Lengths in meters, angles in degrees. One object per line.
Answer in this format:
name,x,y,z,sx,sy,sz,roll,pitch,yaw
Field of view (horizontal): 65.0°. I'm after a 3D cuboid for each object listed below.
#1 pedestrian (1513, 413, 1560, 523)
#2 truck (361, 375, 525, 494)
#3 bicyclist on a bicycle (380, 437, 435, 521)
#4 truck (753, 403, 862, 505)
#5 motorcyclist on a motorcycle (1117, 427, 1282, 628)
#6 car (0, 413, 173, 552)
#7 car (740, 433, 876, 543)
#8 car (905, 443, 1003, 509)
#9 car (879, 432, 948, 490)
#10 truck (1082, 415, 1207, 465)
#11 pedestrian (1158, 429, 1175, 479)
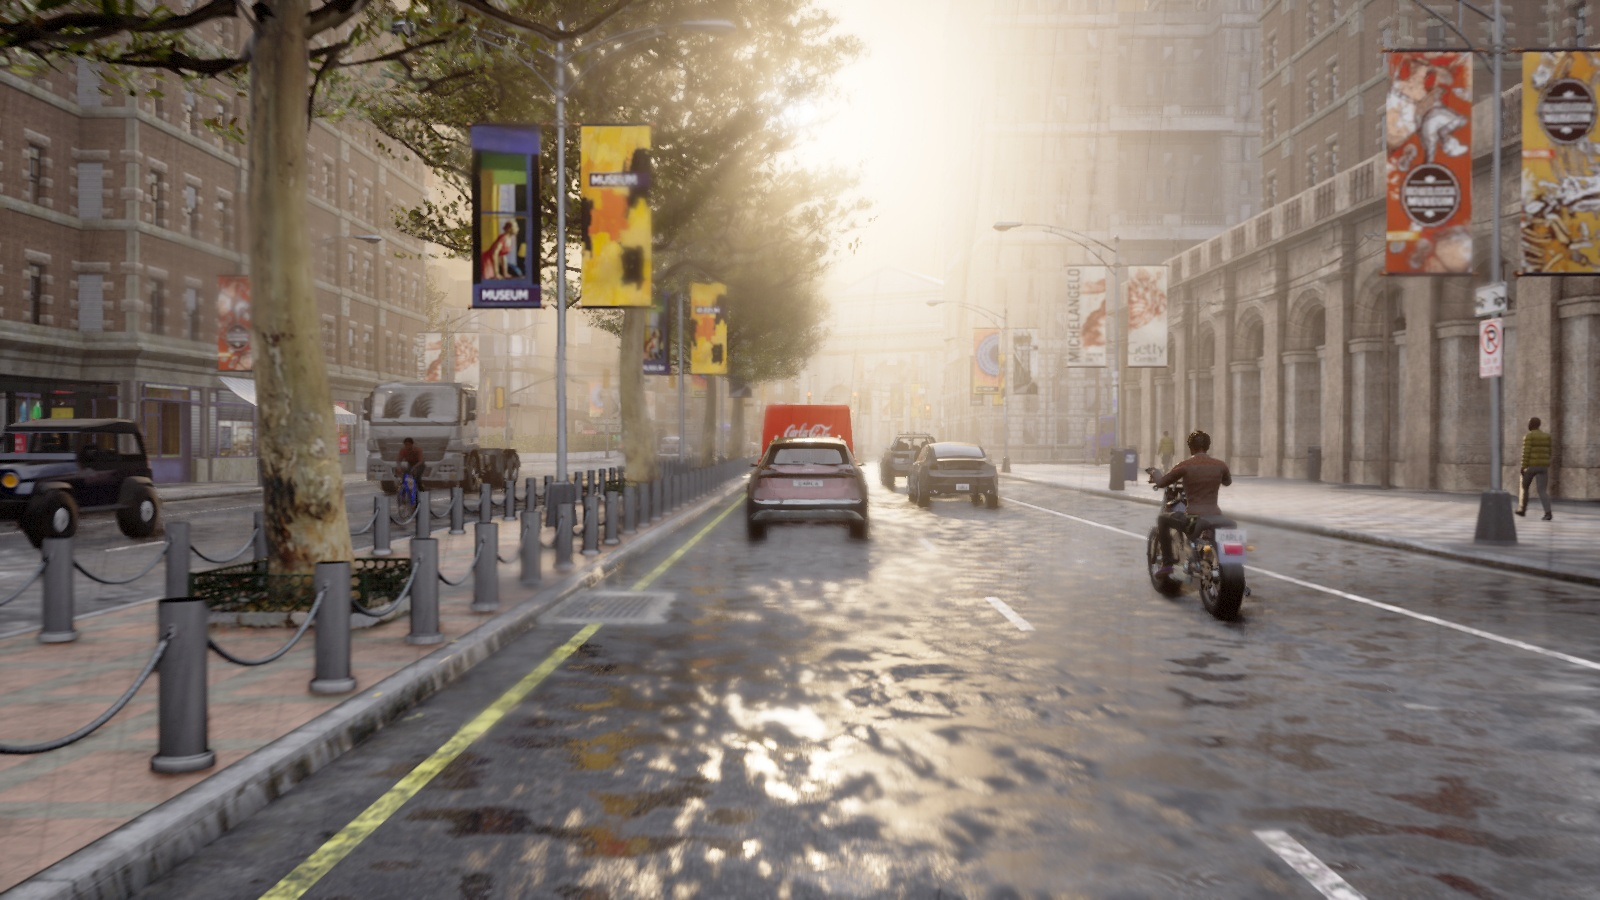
pedestrian,12.510,0.293,21.342,0.370,1.835,0.726,0,0,1
truck,-11.294,-0.473,40.616,2.891,3.462,7.936,0,0,1
bicyclist on a bicycle,-7.841,0.551,25.153,0.582,1.620,1.656,0,1,0
truck,0.203,0.074,32.987,2.627,2.467,5.204,0,0,0
motorcyclist on a motorcycle,3.581,0.635,11.492,0.766,1.649,2.350,0,0,0
car,-11.377,0.427,18.919,1.905,1.878,3.866,0,0,0
car,0.136,0.557,21.213,2.033,1.649,4.856,0,0,0
car,3.690,0.581,30.828,1.837,1.490,4.892,0,0,0
car,3.755,0.328,42.188,1.932,1.855,4.605,0,0,0
truck,24.141,-0.712,88.299,7.936,3.462,2.891,0,0,0
pedestrian,13.834,0.147,47.412,0.431,1.840,0.709,0,0,0
